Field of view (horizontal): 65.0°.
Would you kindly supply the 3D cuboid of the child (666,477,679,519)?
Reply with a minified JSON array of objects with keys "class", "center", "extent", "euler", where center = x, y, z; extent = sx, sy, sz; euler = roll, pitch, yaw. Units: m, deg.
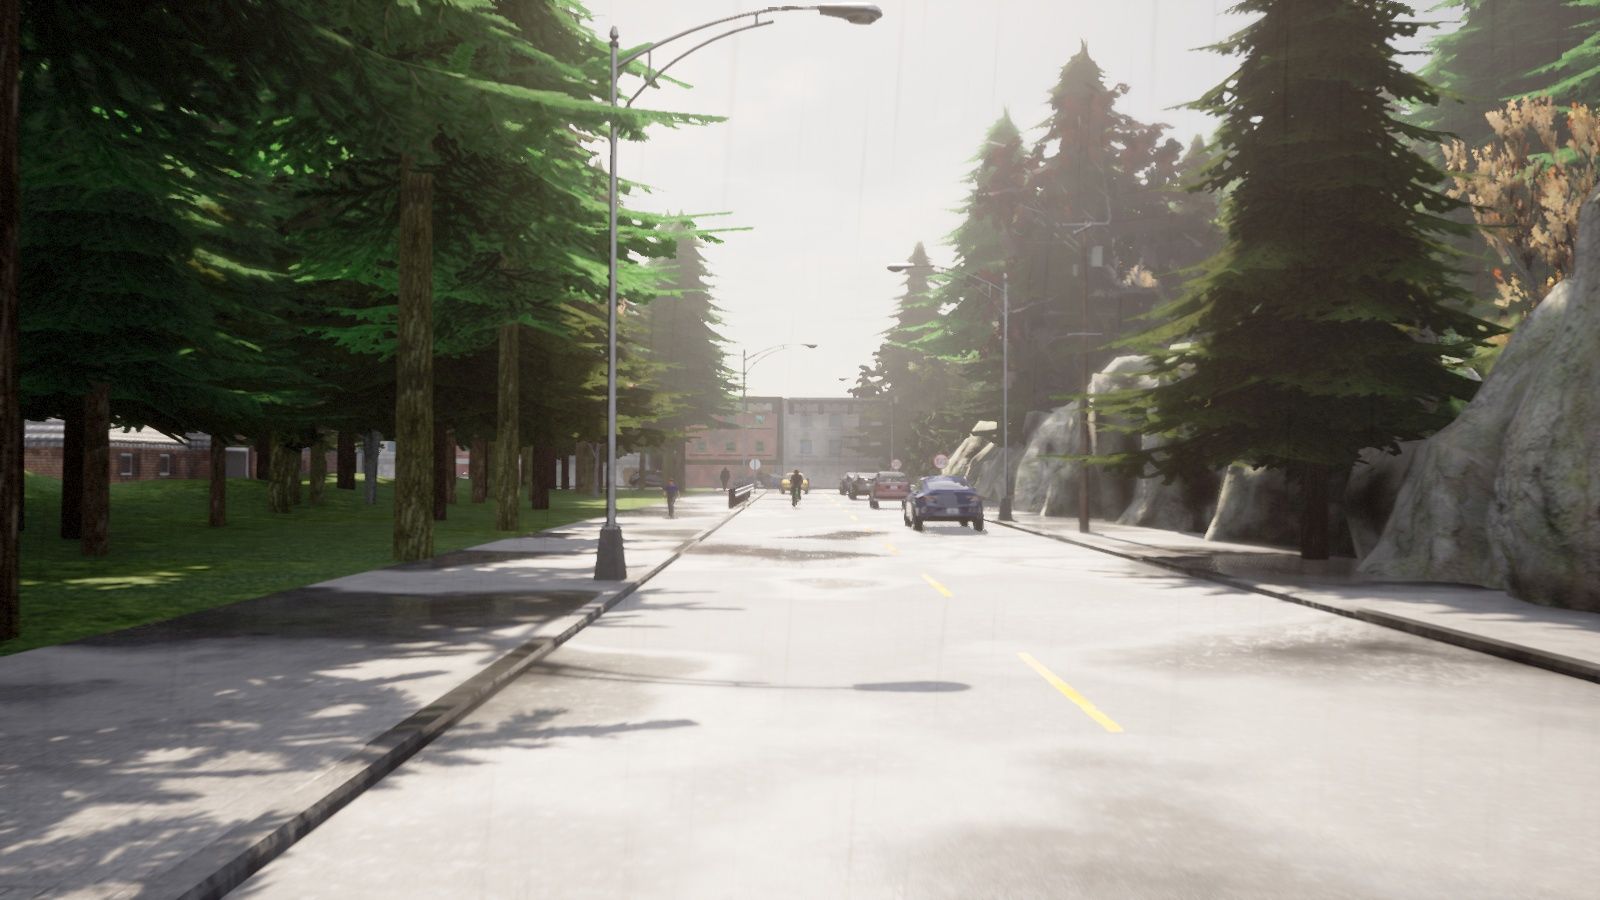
[{"class":"child","center":[-3.896,1.462,38.361],"extent":[0.270,1.263,0.437],"euler":[0,-1,11]}]

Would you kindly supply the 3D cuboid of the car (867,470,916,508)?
[{"class":"car","center":[3.865,1.668,53.600],"extent":[1.789,1.549,3.705],"euler":[0,-2,0]}]

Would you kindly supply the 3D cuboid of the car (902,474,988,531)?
[{"class":"car","center":[3.918,1.404,34.601],"extent":[1.812,1.442,4.674],"euler":[0,-1,0]}]

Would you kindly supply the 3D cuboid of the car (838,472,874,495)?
[{"class":"car","center":[3.675,2.194,83.273],"extent":[2.163,1.488,4.792],"euler":[0,-1,0]}]

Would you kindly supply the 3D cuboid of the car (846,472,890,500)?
[{"class":"car","center":[3.763,1.970,69.908],"extent":[2.163,1.488,4.792],"euler":[0,-1,0]}]

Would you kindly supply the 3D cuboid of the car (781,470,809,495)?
[{"class":"car","center":[-0.336,2.182,85.237],"extent":[1.801,1.575,5.366],"euler":[0,-1,0]}]
